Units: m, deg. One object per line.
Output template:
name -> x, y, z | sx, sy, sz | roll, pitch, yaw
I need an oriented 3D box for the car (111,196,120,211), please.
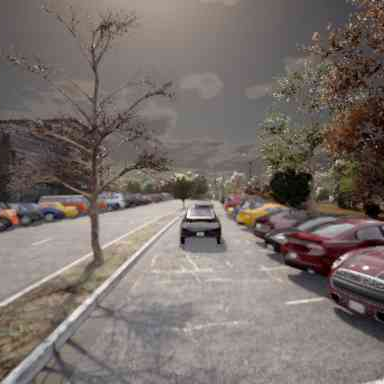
car -> -11.802, 1.604, 40.893 | 5.008, 1.535, 2.097 | -1, -1, -16

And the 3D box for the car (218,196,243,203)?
car -> 8.406, 1.698, 72.892 | 4.892, 1.521, 2.231 | 1, 0, -16

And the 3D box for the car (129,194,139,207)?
car -> -11.269, 1.381, 49.877 | 5.566, 2.045, 2.435 | -1, 0, -16

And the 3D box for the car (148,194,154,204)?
car -> -10.470, 1.417, 61.906 | 5.566, 2.045, 2.435 | -1, -1, -16

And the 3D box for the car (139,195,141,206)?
car -> -11.027, 1.670, 52.901 | 4.792, 1.488, 2.163 | -1, -1, -16

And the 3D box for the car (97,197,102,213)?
car -> -12.196, 1.615, 34.872 | 4.792, 1.488, 2.163 | -1, 0, -17

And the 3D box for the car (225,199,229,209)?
car -> 5.613, 1.565, 27.095 | 4.892, 1.521, 2.231 | 1, 0, -17

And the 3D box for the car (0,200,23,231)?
car -> -12.950, 1.410, 19.827 | 4.553, 1.767, 2.185 | -1, 0, -18

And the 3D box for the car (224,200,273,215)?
car -> 6.105, 1.618, 35.984 | 4.792, 1.488, 2.163 | 1, 0, -17

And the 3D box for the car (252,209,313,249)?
car -> 4.983, 1.551, 12.270 | 4.792, 1.488, 2.163 | 1, 0, -18

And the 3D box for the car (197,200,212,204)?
car -> 1.232, 1.606, 33.059 | 1.837, 1.490, 4.892 | 0, 0, 3

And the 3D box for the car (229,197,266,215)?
car -> 5.440, 1.429, 24.123 | 4.553, 1.767, 2.185 | 1, 0, -17

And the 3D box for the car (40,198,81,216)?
car -> -12.697, 1.566, 28.808 | 5.366, 1.575, 1.946 | -1, 0, -17

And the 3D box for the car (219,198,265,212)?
car -> 6.316, 1.601, 41.883 | 5.366, 1.575, 1.946 | 1, 0, -16

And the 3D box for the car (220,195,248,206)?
car -> 7.560, 1.532, 59.760 | 4.553, 1.767, 2.185 | 1, 0, -16

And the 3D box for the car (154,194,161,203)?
car -> -9.909, 1.697, 70.903 | 5.008, 1.535, 2.097 | -1, -1, -16

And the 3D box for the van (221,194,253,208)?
van -> 6.930, 1.405, 50.816 | 4.442, 1.987, 1.878 | 1, 0, -16

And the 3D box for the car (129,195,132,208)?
car -> -11.430, 1.622, 46.892 | 5.008, 1.535, 2.097 | -1, -1, -16

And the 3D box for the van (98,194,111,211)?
van -> -11.878, 1.368, 37.928 | 4.442, 1.987, 1.878 | -1, -1, -17

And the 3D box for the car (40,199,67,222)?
car -> -12.694, 1.556, 25.860 | 5.008, 1.535, 2.097 | -1, -1, -17

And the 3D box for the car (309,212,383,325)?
car -> 4.919, 1.381, 6.370 | 4.553, 1.767, 2.185 | 1, 0, -19

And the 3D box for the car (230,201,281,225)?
car -> 5.322, 1.547, 21.169 | 5.008, 1.535, 2.097 | 1, 0, -17

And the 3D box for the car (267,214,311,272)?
car -> 4.933, 1.513, 9.325 | 5.008, 1.535, 2.097 | 1, 0, -19

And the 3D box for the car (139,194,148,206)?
car -> -10.846, 1.399, 55.904 | 5.566, 2.045, 2.435 | -1, -1, -16

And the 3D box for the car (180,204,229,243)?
car -> 0.434, 1.542, 16.272 | 2.128, 1.511, 4.902 | 0, 0, 2

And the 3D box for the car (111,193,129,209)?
car -> -11.642, 1.363, 43.881 | 5.566, 2.045, 2.435 | -1, 0, -16

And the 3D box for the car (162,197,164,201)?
car -> -9.535, 1.453, 76.918 | 5.566, 2.045, 2.435 | -1, 0, -16

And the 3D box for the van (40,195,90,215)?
van -> -12.240, 1.349, 31.914 | 4.442, 1.987, 1.878 | -1, -1, -17

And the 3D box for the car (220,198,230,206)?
car -> 5.606, 1.567, 30.002 | 5.366, 1.575, 1.946 | 1, 0, -17

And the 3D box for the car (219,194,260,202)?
car -> 5.982, 1.330, 33.039 | 5.566, 2.045, 2.435 | 1, 0, -17

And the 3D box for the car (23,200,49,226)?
car -> -12.824, 1.547, 22.843 | 4.892, 1.521, 2.231 | -1, 0, -17

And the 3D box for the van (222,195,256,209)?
van -> 6.750, 1.396, 47.845 | 4.442, 1.987, 1.878 | 1, 0, -16

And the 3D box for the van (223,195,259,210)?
van -> 6.569, 1.388, 44.872 | 4.442, 1.987, 1.878 | 1, 0, -16

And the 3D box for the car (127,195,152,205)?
car -> -10.269, 1.552, 64.896 | 4.553, 1.767, 2.185 | -1, 0, -16

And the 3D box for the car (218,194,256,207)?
car -> 7.252, 1.390, 53.833 | 5.566, 2.045, 2.435 | 1, 0, -16

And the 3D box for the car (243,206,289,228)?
car -> 5.131, 1.560, 15.261 | 4.792, 1.488, 2.163 | 1, 0, -18
